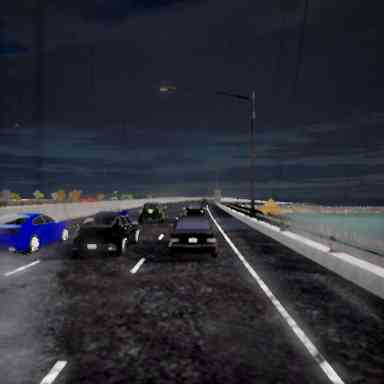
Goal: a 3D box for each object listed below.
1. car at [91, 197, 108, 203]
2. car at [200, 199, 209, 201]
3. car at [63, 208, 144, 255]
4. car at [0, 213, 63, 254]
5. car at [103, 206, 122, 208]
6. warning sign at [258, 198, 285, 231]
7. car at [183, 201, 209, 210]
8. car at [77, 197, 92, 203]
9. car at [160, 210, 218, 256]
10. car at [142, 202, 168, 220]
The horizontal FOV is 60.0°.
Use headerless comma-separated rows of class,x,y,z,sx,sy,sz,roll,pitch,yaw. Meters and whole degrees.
car,-19.532,2.303,72.335,2.128,1.511,4.902,0,-1,2
car,3.003,2.353,79.060,1.837,1.490,4.892,0,-1,3
car,-3.446,1.645,13.955,1.837,1.490,4.892,0,0,1
car,-6.942,1.617,14.163,1.882,1.535,5.008,0,0,1
car,-6.774,1.890,28.745,1.895,1.301,4.718,0,-1,1
warning sign,4.635,1.308,19.533,1.300,1.860,1.060,-1,-2,1
car,0.231,1.781,28.821,2.128,1.511,4.902,0,0,1
car,-23.030,2.006,72.467,2.150,2.045,5.566,0,-1,2
car,0.047,1.681,13.623,2.033,1.411,5.357,0,-1,0
car,-3.273,1.638,28.658,2.097,1.767,4.553,0,-1,1
